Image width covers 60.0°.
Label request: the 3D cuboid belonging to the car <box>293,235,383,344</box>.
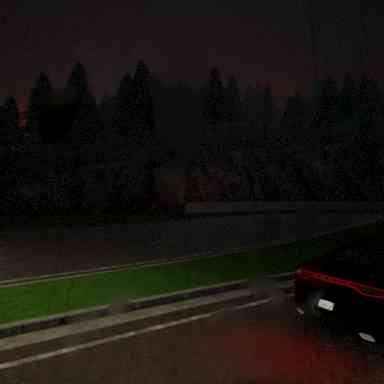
[{"bbox_3d":[4.136,1.551,6.180,5.008,1.535,1.882,1,-1,-30],"label":"car"}]
